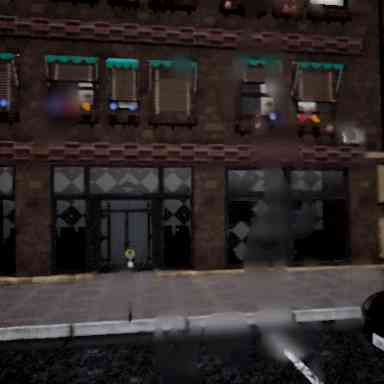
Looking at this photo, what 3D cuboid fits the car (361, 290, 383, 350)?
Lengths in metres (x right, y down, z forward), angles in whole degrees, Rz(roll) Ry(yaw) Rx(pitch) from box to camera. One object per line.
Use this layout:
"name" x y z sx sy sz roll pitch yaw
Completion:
"car" 4.742 1.677 4.846 4.313 1.339 1.947 0 -2 -8
